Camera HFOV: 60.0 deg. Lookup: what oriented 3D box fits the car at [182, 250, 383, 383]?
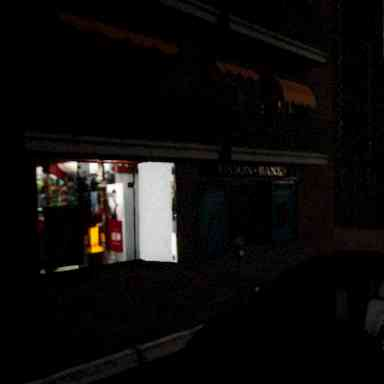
[{"bbox_3d":[1.907,1.477,3.925,4.313,1.339,1.947,-2,1,-37],"label":"car"}]
